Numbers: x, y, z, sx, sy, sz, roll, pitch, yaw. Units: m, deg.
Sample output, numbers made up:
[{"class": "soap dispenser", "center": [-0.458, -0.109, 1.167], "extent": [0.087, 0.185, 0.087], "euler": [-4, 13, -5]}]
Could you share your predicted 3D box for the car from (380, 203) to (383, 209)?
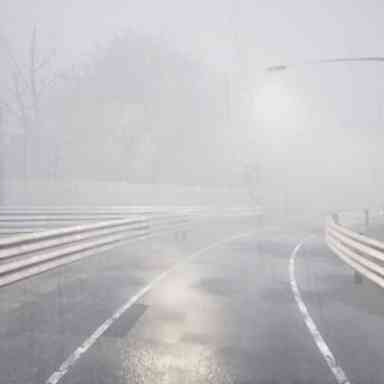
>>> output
[{"class": "car", "center": [38.343, 2.691, 65.092], "extent": [1.812, 1.442, 4.674], "euler": [1, -1, 40]}]
